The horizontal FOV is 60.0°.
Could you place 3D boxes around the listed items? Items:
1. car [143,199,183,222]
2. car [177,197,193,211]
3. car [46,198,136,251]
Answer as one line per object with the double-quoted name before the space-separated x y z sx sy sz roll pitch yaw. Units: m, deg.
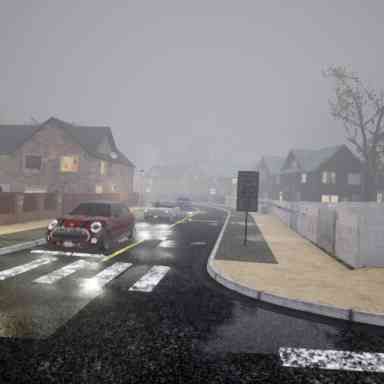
"car" -2.205 1.400 25.034 1.895 1.301 4.718 3 0 7
"car" -0.972 1.275 38.017 1.882 1.535 5.008 2 0 0
"car" -3.800 1.158 13.331 2.097 1.767 4.553 3 0 8
